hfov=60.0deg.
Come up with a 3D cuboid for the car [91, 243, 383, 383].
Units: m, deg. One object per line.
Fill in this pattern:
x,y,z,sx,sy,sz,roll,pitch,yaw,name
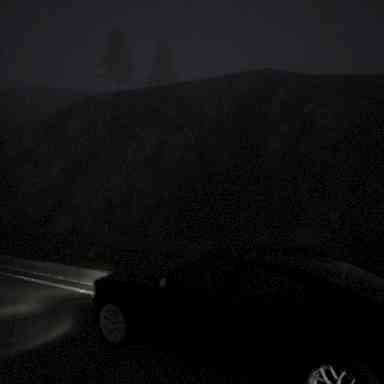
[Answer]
0.685,1.472,4.672,5.008,1.535,1.882,-1,0,34,car
